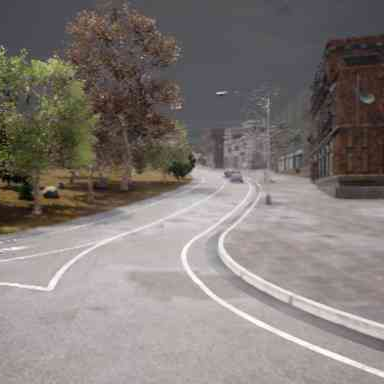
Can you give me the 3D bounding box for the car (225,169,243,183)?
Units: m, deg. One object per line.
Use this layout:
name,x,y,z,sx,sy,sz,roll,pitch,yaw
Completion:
car,6.256,-2.106,47.559,2.033,1.411,5.357,0,6,4

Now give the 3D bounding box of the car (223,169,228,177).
car,6.729,-3.306,59.588,2.128,1.511,4.902,0,5,-1
